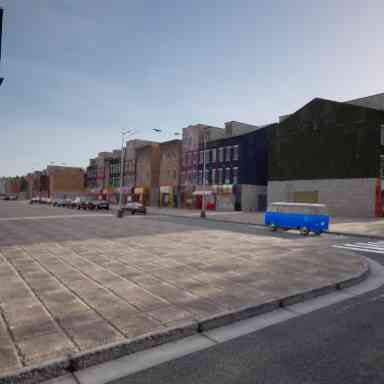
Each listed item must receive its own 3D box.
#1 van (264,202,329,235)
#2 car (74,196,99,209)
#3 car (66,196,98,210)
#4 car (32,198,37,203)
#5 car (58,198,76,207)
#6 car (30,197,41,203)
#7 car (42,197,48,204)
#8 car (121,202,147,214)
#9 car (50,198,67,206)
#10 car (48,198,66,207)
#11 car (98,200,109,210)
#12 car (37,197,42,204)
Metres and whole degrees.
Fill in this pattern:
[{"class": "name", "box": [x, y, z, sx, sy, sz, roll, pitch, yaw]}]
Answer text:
[{"class": "van", "box": [6.183, 1.555, 19.998, 1.690, 1.788, 3.998, 3, -2, -36]}, {"class": "car", "box": [-16.202, 1.577, 51.038, 2.192, 1.841, 5.009, 3, -2, -36]}, {"class": "car", "box": [-14.846, 1.489, 44.746, 2.097, 1.767, 4.553, 3, -2, -35]}, {"class": "car", "box": [-35.396, 1.838, 77.638, 1.967, 1.590, 4.097, 3, -2, -36]}, {"class": "car", "box": [-22.606, 1.843, 59.901, 1.887, 1.381, 4.507, 3, -2, -36]}, {"class": "car", "box": [-38.598, 2.010, 82.067, 1.802, 1.307, 4.206, 3, -2, -36]}, {"class": "car", "box": [-29.101, 1.870, 68.906, 1.752, 1.417, 4.829, 3, -2, -36]}, {"class": "car", "box": [-6.617, 1.808, 37.730, 1.802, 1.307, 4.206, 3, -2, -36]}, {"class": "car", "box": [-25.804, 1.886, 64.334, 1.947, 1.339, 4.313, 3, -2, -36]}, {"class": "car", "box": [-20.672, 1.710, 52.719, 2.033, 1.411, 5.357, 3, -2, -36]}, {"class": "car", "box": [-13.012, 1.813, 46.598, 1.947, 1.339, 4.313, 3, -2, -36]}, {"class": "car", "box": [-32.202, 1.952, 73.201, 1.802, 1.307, 4.206, 3, -2, -36]}]
